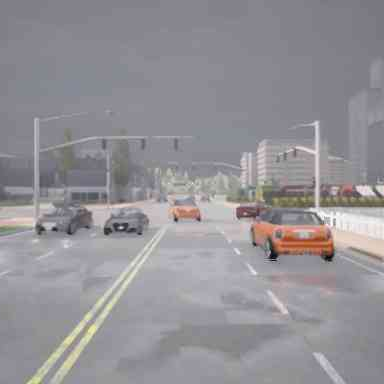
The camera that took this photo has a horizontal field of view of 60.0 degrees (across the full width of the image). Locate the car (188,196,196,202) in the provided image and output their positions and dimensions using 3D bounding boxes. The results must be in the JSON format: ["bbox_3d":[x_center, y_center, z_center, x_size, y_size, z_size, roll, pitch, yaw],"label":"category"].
[{"bbox_3d":[-0.003,1.712,84.502,2.128,1.511,4.902,0,0,0],"label":"car"}]

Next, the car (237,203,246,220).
[{"bbox_3d":[5.469,1.543,28.305,1.882,1.535,5.008,-1,0,31],"label":"car"}]

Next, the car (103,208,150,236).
[{"bbox_3d":[-3.551,1.608,18.623,1.994,1.385,4.181,0,0,0],"label":"car"}]

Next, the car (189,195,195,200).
[{"bbox_3d":[-0.003,1.591,94.776,1.837,1.490,4.892,0,0,0],"label":"car"}]

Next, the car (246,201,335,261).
[{"bbox_3d":[3.545,1.381,12.576,2.097,1.767,4.553,0,0,0],"label":"car"}]

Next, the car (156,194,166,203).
[{"bbox_3d":[-7.003,1.404,77.617,2.150,2.045,5.566,0,0,0],"label":"car"}]

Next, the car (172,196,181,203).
[{"bbox_3d":[-3.503,1.657,77.647,1.882,1.535,5.008,0,0,0],"label":"car"}]

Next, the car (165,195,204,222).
[{"bbox_3d":[-0.736,1.415,27.489,2.097,1.767,4.553,0,0,-11],"label":"car"}]

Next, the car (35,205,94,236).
[{"bbox_3d":[-7.047,1.536,18.841,2.128,1.511,4.902,0,0,1],"label":"car"}]

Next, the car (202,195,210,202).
[{"bbox_3d":[3.497,1.712,84.502,2.128,1.511,4.902,0,0,0],"label":"car"}]

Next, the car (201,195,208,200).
[{"bbox_3d":[3.497,1.615,94.778,1.812,1.442,4.674,0,0,0],"label":"car"}]
